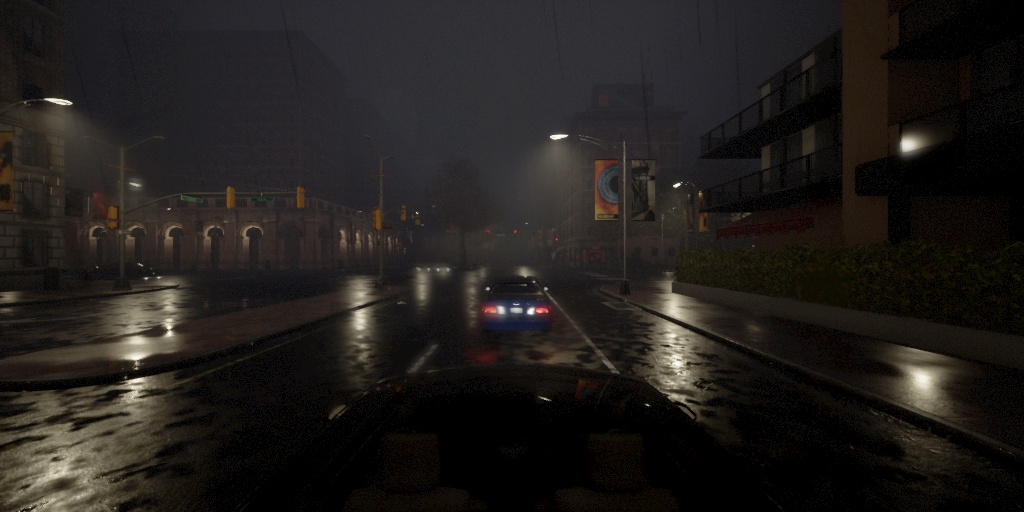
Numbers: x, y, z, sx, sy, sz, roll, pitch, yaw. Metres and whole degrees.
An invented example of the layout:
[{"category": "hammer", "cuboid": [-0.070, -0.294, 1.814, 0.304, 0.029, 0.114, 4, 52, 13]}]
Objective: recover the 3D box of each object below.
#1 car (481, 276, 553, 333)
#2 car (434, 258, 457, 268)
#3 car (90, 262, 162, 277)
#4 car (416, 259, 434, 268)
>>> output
[{"category": "car", "cuboid": [0.144, 1.297, 10.749, 2.033, 1.411, 5.357, 0, 0, 1]}, {"category": "car", "cuboid": [-11.062, 1.102, 59.697, 2.097, 1.767, 4.553, 0, 0, 1]}, {"category": "car", "cuboid": [-37.192, 1.297, 34.567, 5.357, 1.411, 2.033, 0, 0, 0]}, {"category": "car", "cuboid": [-14.529, 1.228, 61.766, 1.882, 1.535, 5.008, 0, 0, 1]}]
